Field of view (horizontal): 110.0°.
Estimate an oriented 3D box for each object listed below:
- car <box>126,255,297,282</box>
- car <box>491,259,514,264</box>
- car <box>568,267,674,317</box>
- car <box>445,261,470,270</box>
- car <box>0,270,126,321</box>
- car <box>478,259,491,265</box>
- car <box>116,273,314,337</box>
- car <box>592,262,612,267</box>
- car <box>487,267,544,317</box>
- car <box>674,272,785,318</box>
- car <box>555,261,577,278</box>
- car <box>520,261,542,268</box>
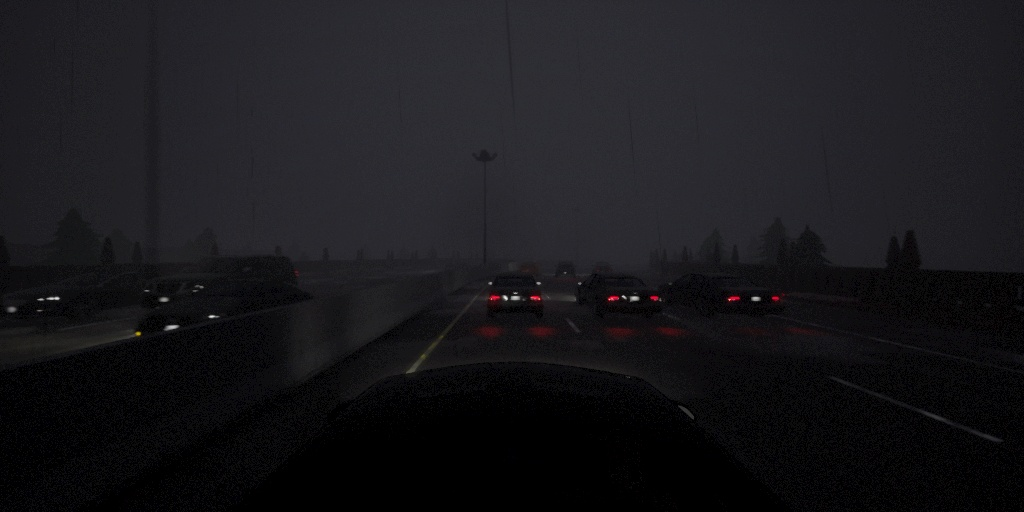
[{"bbox_3d":[-10.569,0.972,13.675,2.150,2.045,5.566,0,0,0],"label":"car"},{"bbox_3d":[-0.926,1.256,52.603,1.837,1.490,4.892,0,-1,21],"label":"car"},{"bbox_3d":[3.601,1.298,13.038,2.033,1.411,5.357,0,0,0],"label":"car"},{"bbox_3d":[-8.124,1.350,53.320,1.895,1.301,4.718,0,0,19],"label":"car"},{"bbox_3d":[-14.055,1.242,12.542,2.128,1.511,4.902,0,0,1],"label":"car"},{"bbox_3d":[-3.675,1.241,55.265,2.128,1.511,4.902,0,0,21],"label":"car"},{"bbox_3d":[-7.074,1.314,9.447,1.994,1.385,4.181,0,0,0],"label":"car"},{"bbox_3d":[8.913,1.275,35.442,1.812,1.442,4.674,0,0,10],"label":"car"},{"bbox_3d":[0.101,1.298,13.142,2.033,1.411,5.357,0,0,0],"label":"car"},{"bbox_3d":[7.101,1.298,12.948,2.033,1.411,5.357,0,0,0],"label":"car"},{"bbox_3d":[5.173,1.255,34.332,1.837,1.490,4.892,0,0,10],"label":"car"},{"bbox_3d":[1.925,1.227,35.996,1.882,1.535,5.008,0,0,10],"label":"car"}]
